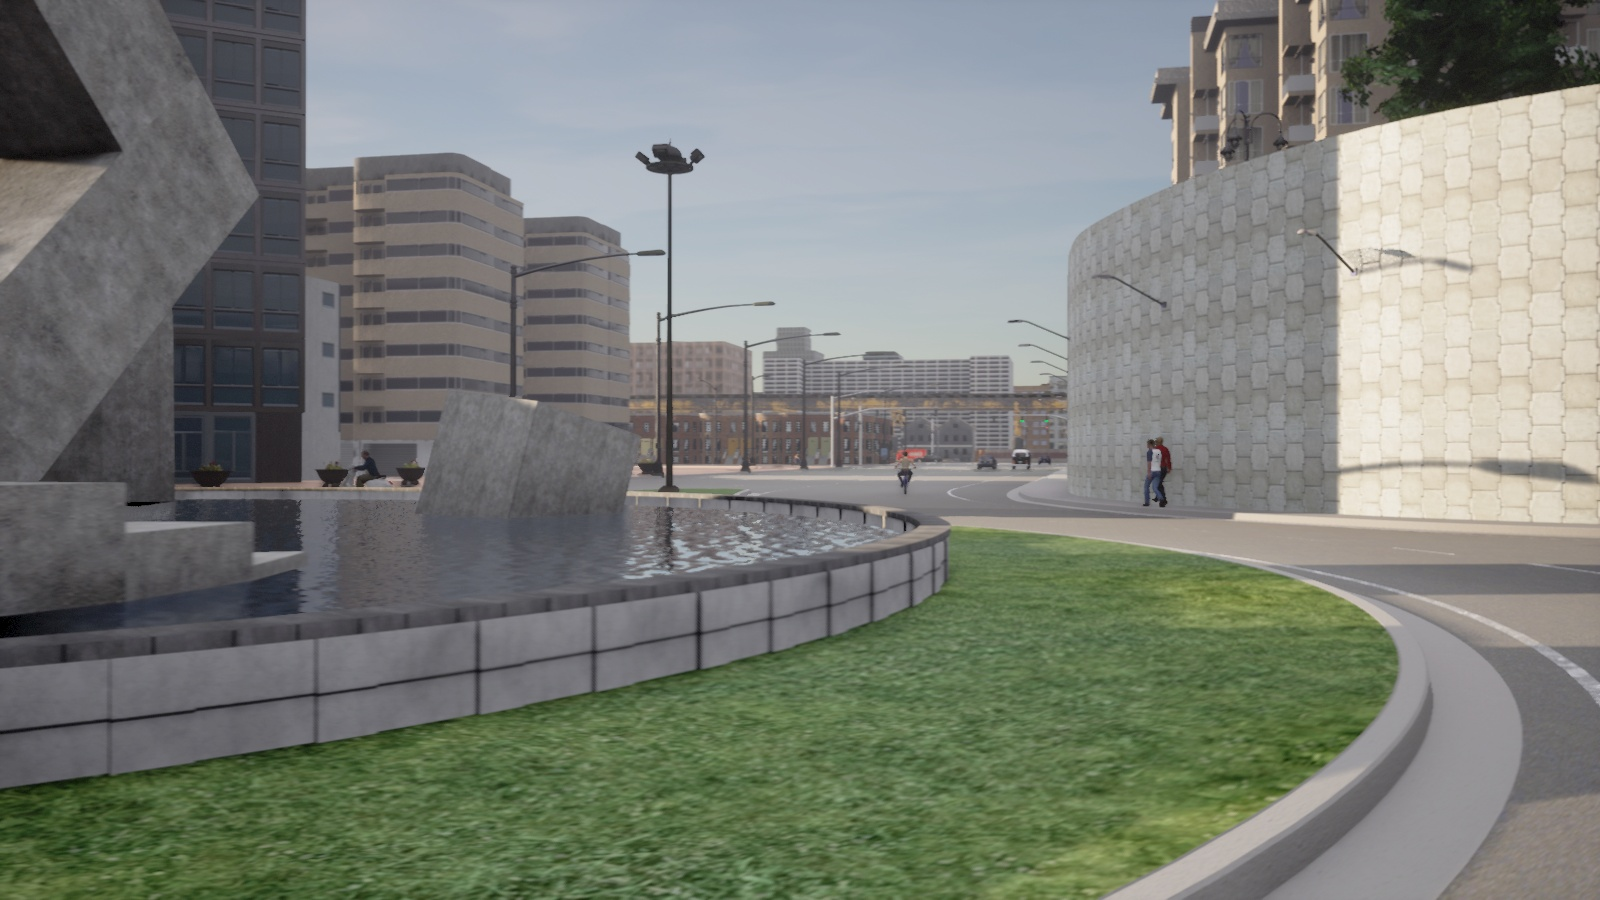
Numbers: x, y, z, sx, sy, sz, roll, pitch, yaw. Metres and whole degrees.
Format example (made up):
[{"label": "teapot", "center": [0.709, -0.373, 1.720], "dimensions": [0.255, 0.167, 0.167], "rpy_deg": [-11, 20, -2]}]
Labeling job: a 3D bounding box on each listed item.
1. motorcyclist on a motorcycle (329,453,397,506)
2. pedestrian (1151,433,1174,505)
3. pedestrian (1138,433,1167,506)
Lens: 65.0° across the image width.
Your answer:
[{"label": "motorcyclist on a motorcycle", "center": [-13.348, 0.879, 38.393], "dimensions": [1.817, 1.590, 0.866], "rpy_deg": [0, 0, -3]}, {"label": "pedestrian", "center": [9.442, 0.493, 32.745], "dimensions": [0.331, 1.846, 0.636], "rpy_deg": [0, 0, -10]}, {"label": "pedestrian", "center": [9.036, 0.492, 32.241], "dimensions": [0.354, 1.836, 0.706], "rpy_deg": [0, 0, -22]}]
